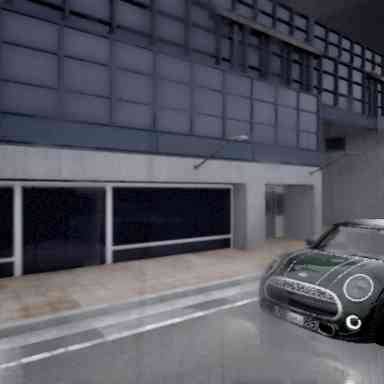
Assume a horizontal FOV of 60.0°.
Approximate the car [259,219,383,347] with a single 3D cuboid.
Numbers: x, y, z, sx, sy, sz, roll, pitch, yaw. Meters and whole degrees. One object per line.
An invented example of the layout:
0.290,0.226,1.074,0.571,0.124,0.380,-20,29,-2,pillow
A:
3.419,1.349,6.425,4.553,1.767,2.097,0,0,-35,car
